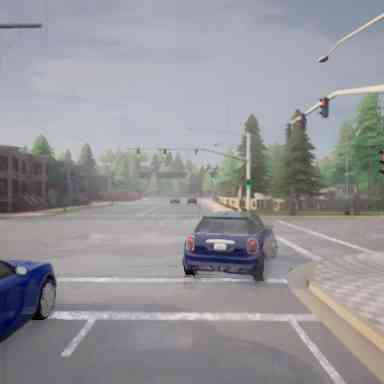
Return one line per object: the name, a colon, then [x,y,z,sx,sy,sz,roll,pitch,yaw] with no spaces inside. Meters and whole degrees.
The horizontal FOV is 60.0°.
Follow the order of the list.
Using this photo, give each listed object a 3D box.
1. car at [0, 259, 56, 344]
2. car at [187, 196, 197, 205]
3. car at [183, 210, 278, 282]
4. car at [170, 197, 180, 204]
car: [-3.463,1.485,4.278,1.882,1.535,5.008,0,0,-1]
car: [0.010,1.607,62.472,1.837,1.490,4.892,0,0,0]
car: [1.351,1.368,10.190,2.097,1.767,4.553,0,0,18]
car: [-3.390,1.710,67.564,1.895,1.301,4.718,0,0,0]
